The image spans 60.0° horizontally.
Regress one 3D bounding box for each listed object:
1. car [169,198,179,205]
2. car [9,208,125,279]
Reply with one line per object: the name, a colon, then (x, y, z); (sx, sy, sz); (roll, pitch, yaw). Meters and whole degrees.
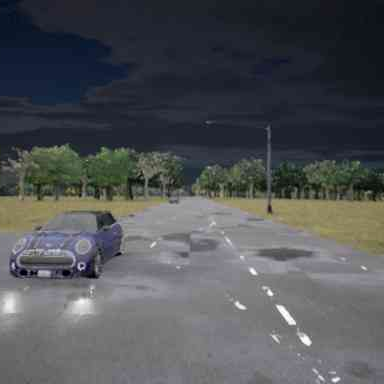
car: (-3.638, 1.906, 67.322); (2.033, 1.411, 5.357); (0, 0, 1)
car: (-3.470, 1.350, 10.096); (2.097, 1.767, 4.553); (1, 0, 0)
